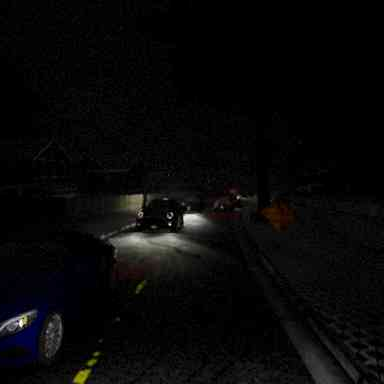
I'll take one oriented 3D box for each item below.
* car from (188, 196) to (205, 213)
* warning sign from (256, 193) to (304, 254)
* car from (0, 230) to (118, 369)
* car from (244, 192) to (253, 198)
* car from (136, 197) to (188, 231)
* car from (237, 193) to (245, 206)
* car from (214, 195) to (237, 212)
[{"bbox_3d":[0.142,1.198,32.797,2.128,1.511,4.902,1,1,10],"label":"car"},{"bbox_3d":[2.955,1.029,11.360,1.300,1.860,1.060,3,3,4],"label":"warning sign"},{"bbox_3d":[-2.627,1.466,5.889,1.812,1.442,4.674,0,1,2],"label":"car"},{"bbox_3d":[12.627,0.644,75.951,1.994,1.385,4.181,1,1,21],"label":"car"},{"bbox_3d":[-1.710,1.178,19.148,2.097,1.767,4.553,0,1,6],"label":"car"},{"bbox_3d":[5.605,1.150,45.443,2.033,1.411,5.357,1,1,15],"label":"car"},{"bbox_3d":[3.344,1.241,34.391,1.812,1.442,4.674,1,1,11],"label":"car"}]
